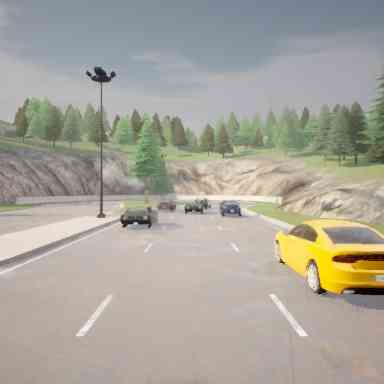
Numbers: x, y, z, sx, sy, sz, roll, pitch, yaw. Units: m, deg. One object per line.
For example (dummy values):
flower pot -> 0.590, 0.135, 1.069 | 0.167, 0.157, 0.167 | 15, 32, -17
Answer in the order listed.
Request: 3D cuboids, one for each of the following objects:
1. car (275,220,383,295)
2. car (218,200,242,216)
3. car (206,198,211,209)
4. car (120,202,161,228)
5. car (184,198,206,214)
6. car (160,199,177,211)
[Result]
car -> 3.599, 1.477, 8.754 | 1.882, 1.535, 5.008 | 0, 0, 0
car -> 3.640, 1.524, 32.088 | 1.812, 1.442, 4.674 | 0, 0, 1
car -> 1.383, 1.489, 44.543 | 2.128, 1.511, 4.902 | 0, 0, 12
car -> -3.407, 1.599, 22.264 | 1.895, 1.301, 4.718 | 0, 0, 0
car -> 0.253, 1.599, 35.341 | 1.895, 1.301, 4.718 | 0, 0, 2
car -> -2.976, 1.523, 39.793 | 1.812, 1.442, 4.674 | 0, 0, 4
